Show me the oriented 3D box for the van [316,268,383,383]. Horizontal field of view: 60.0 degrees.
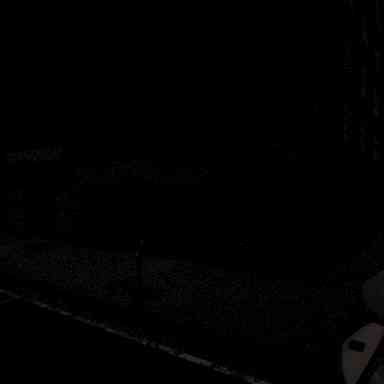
[{"bbox_3d":[2.479,1.342,1.181,3.998,1.788,1.690,0,1,35],"label":"van"}]
